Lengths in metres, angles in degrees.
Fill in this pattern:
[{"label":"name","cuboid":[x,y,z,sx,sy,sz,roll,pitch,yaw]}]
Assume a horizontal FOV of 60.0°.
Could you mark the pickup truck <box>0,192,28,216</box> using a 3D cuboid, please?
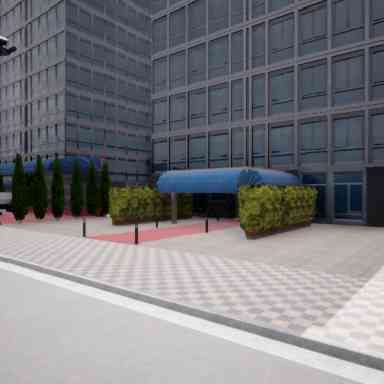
[{"label":"pickup truck","cuboid":[-15.317,1.059,27.938,2.390,2.098,6.274,0,0,-22]}]
